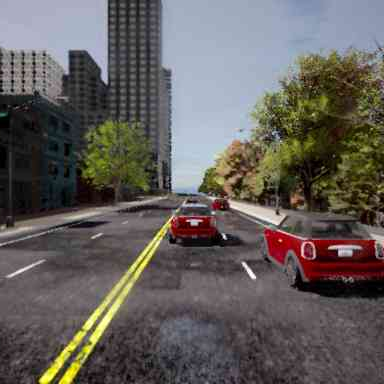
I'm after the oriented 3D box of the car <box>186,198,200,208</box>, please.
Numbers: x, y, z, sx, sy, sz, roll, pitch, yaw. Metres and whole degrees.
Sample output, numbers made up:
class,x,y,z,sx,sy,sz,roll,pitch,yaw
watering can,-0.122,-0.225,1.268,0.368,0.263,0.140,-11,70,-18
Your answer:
class,x,y,z,sx,sy,sz,roll,pitch,yaw
car,0.098,1.564,49.060,1.994,1.385,4.181,0,0,0

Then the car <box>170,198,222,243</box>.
class,x,y,z,sx,sy,sz,roll,pitch,yaw
car,0.100,1.352,16.141,2.097,1.767,4.553,0,0,0

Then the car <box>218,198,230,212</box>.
class,x,y,z,sx,sy,sz,roll,pitch,yaw
car,3.349,1.477,39.330,1.882,1.535,5.008,0,0,0

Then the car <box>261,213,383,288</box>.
class,x,y,z,sx,sy,sz,roll,pitch,yaw
car,3.349,1.352,9.384,2.097,1.767,4.553,0,0,0
